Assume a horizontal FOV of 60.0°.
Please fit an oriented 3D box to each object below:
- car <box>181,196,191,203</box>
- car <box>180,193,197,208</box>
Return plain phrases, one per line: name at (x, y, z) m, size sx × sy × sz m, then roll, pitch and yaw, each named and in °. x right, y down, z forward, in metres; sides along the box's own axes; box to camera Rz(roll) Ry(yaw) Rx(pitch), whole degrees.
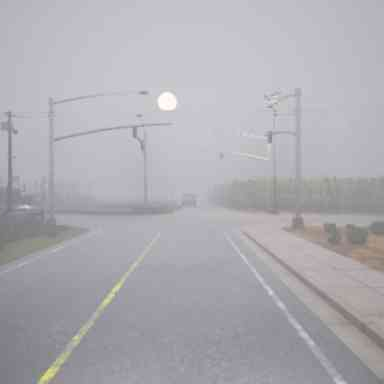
car at (-1.280, 1.449, 65.971) m, size 1.812 × 1.442 × 4.674 m, roll 0°, pitch 0°, yaw -3°
car at (-0.466, 1.174, 47.513) m, size 2.150 × 2.045 × 5.566 m, roll 0°, pitch 0°, yaw -2°
